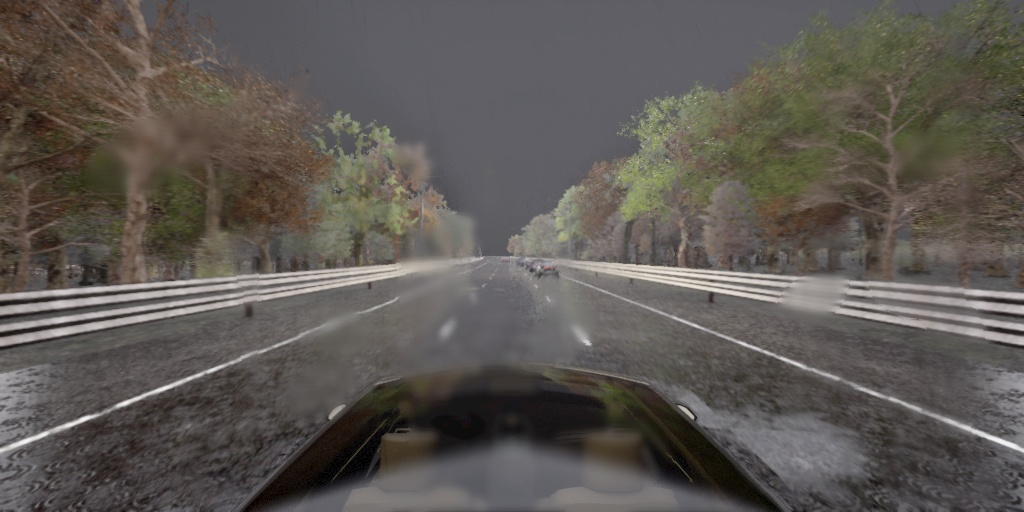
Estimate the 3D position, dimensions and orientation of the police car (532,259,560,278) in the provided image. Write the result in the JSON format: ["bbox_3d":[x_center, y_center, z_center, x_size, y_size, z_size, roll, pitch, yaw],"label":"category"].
[{"bbox_3d":[3.313,1.252,33.917,2.038,1.542,4.974,0,0,-1],"label":"police car"}]

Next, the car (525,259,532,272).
[{"bbox_3d":[3.155,1.174,44.953,2.033,1.649,4.856,0,0,-1],"label":"car"}]

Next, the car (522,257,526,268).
[{"bbox_3d":[2.950,1.243,55.989,1.837,1.490,4.892,0,0,-1],"label":"car"}]
